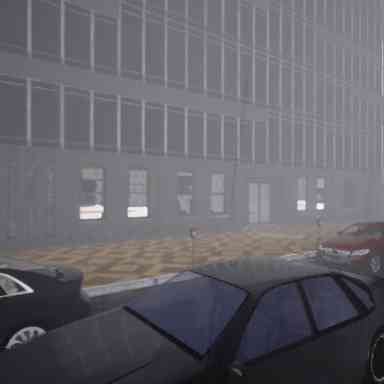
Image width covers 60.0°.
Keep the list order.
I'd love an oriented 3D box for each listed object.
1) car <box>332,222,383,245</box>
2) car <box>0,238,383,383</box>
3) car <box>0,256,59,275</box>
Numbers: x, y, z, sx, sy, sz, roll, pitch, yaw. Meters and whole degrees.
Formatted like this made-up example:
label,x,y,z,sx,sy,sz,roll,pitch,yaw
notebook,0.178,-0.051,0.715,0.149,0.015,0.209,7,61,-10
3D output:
label,x,y,z,sx,sy,sz,roll,pitch,yaw
car,5.753,1.635,10.671,4.206,1.307,1.802,0,0,-36
car,0.629,1.560,3.827,5.357,1.411,2.033,0,0,-36
car,-3.511,1.548,4.055,4.403,1.369,2.008,0,0,-36
